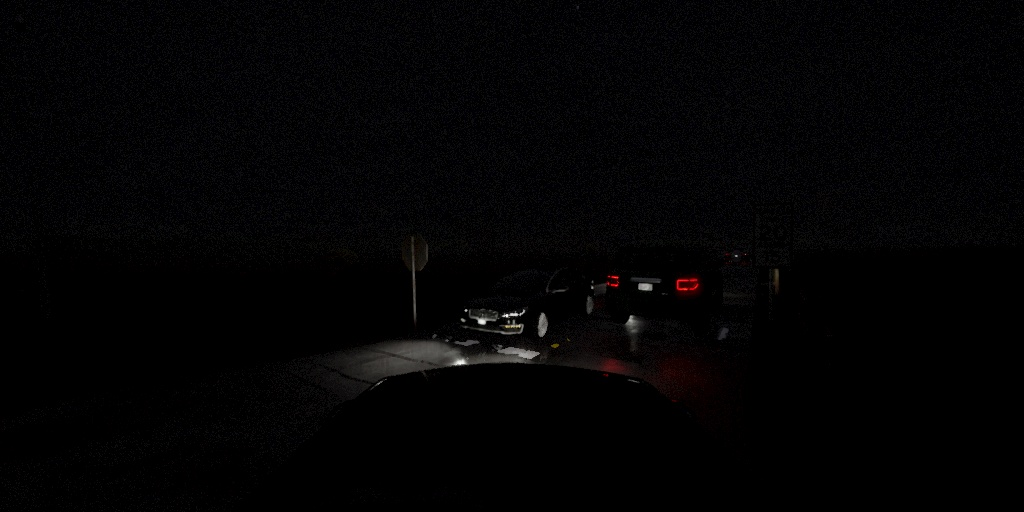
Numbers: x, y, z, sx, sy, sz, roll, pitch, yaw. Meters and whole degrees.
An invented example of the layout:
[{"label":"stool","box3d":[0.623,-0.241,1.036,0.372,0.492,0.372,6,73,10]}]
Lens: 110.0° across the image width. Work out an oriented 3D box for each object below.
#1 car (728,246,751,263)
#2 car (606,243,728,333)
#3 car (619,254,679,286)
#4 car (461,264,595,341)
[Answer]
[{"label":"car","box3d":[22.122,-0.107,35.165,1.994,1.385,4.181,1,2,35]},{"label":"car","box3d":[4.419,0.662,9.945,2.150,2.045,5.566,1,3,35]},{"label":"car","box3d":[7.430,0.630,19.219,1.994,1.385,4.181,1,2,35]},{"label":"car","box3d":[0.676,1.010,9.417,1.837,1.490,4.892,1,2,32]}]
